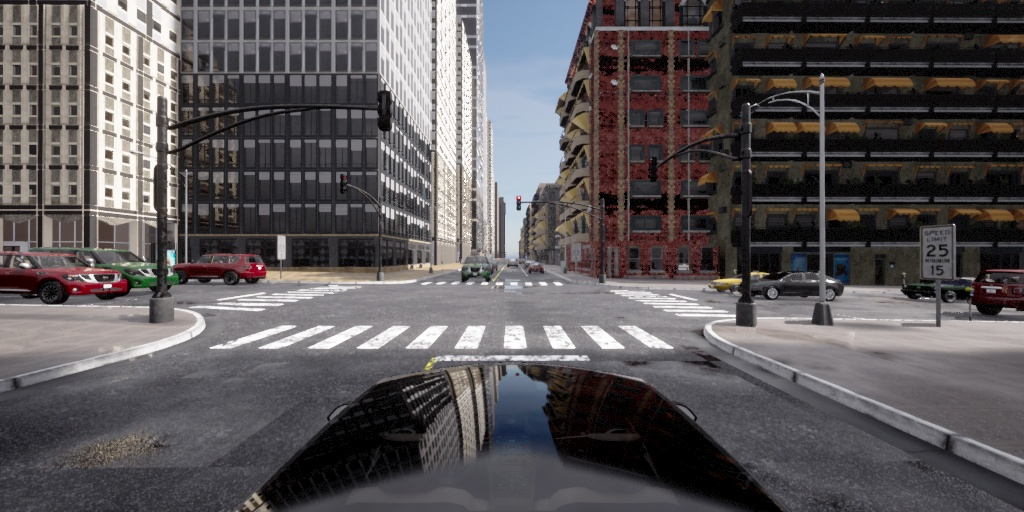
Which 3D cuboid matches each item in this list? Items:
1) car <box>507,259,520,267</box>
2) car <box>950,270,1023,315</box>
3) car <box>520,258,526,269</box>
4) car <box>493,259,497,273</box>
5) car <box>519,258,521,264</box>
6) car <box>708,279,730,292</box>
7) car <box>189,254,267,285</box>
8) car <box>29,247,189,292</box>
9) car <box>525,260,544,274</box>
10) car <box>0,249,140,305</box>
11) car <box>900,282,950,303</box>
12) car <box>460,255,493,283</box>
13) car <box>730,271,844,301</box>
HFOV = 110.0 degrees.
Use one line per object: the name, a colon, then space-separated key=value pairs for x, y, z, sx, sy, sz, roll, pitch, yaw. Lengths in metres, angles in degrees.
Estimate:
car: x=0.139 y=1.338 z=65.052 sx=1.994 sy=1.385 sz=4.181 roll=0 pitch=0 yaw=1
car: x=20.607 y=1.461 z=13.646 sx=5.009 sy=1.841 sz=2.192 roll=0 pitch=0 yaw=0
car: x=2.728 y=1.317 z=54.569 sx=2.007 sy=1.370 sz=4.403 roll=0 pitch=0 yaw=0
car: x=-3.066 y=1.284 z=41.004 sx=1.812 sy=1.442 sz=4.674 roll=0 pitch=0 yaw=0
car: x=2.732 y=1.321 z=60.217 sx=2.007 sy=1.370 sz=4.403 roll=0 pitch=0 yaw=0
car: x=14.645 y=1.587 z=21.946 sx=4.829 sy=1.417 sz=1.751 roll=0 pitch=0 yaw=0
car: x=-17.696 y=0.776 z=21.686 sx=5.009 sy=1.841 sz=2.192 roll=0 pitch=0 yaw=0
car: x=-18.240 y=0.658 z=15.895 sx=5.566 sy=2.045 sz=2.150 roll=1 pitch=0 yaw=0
car: x=2.769 y=1.341 z=41.651 sx=1.802 sy=1.307 sz=4.207 roll=0 pitch=0 yaw=0
car: x=-17.567 y=0.757 z=13.307 sx=5.009 sy=1.841 sz=2.192 roll=0 pitch=0 yaw=0
car: x=24.217 y=1.827 z=19.432 sx=4.718 sy=1.301 sz=1.895 roll=1 pitch=0 yaw=-1
car: x=-2.814 y=0.971 z=28.486 sx=2.150 sy=2.045 sz=5.566 roll=0 pitch=0 yaw=-3
car: x=14.926 y=1.562 z=19.328 sx=4.892 sy=1.490 sz=1.837 roll=1 pitch=0 yaw=2
